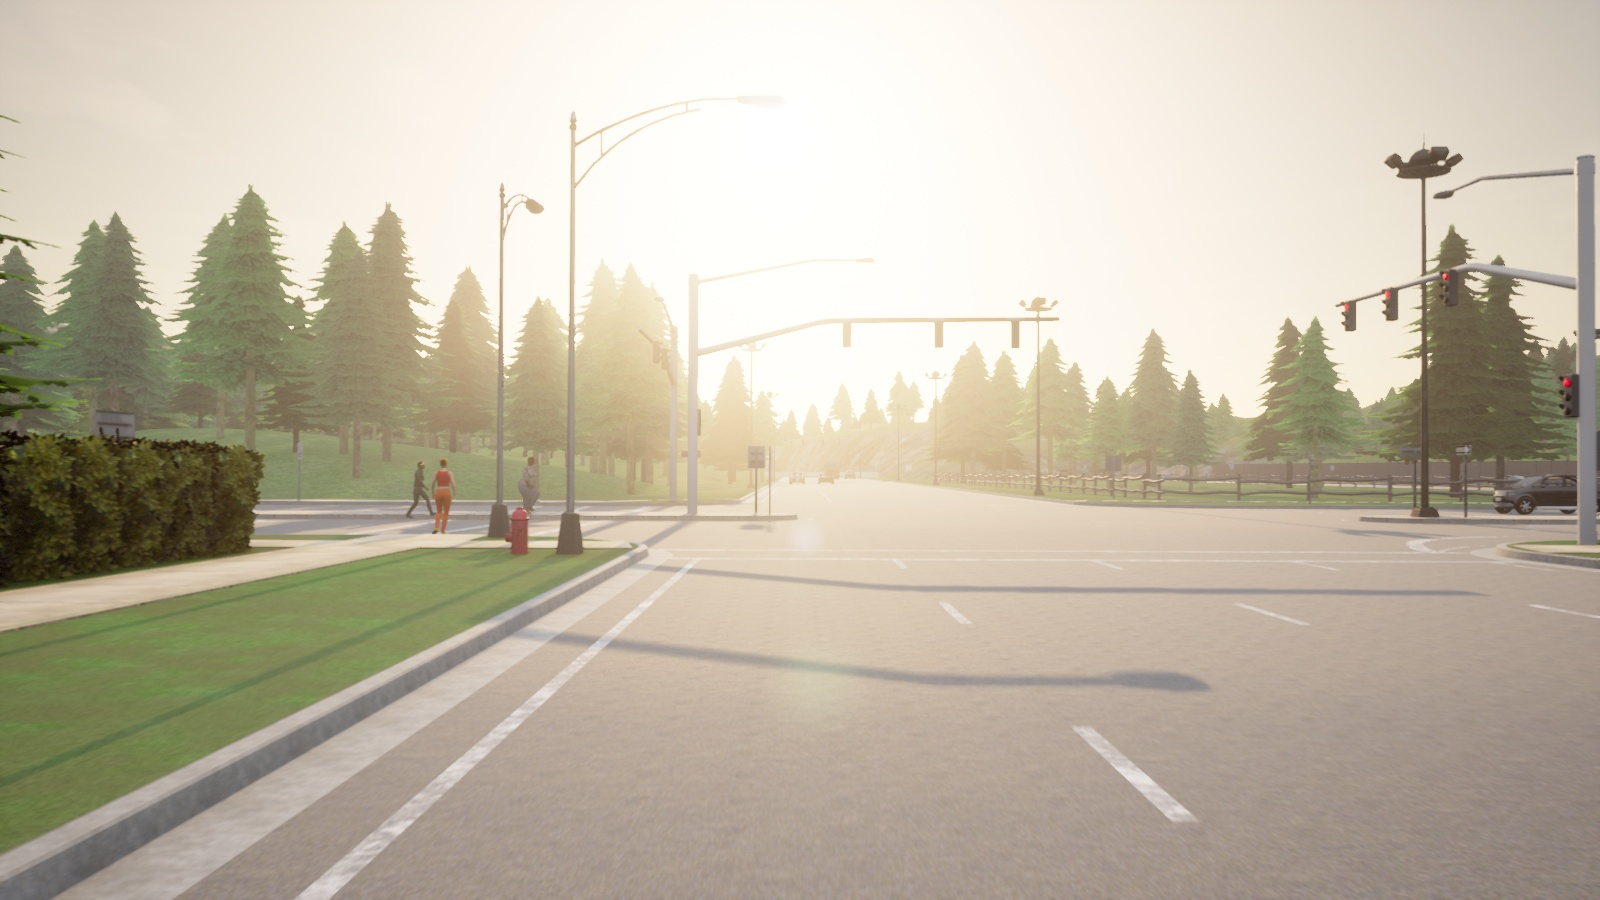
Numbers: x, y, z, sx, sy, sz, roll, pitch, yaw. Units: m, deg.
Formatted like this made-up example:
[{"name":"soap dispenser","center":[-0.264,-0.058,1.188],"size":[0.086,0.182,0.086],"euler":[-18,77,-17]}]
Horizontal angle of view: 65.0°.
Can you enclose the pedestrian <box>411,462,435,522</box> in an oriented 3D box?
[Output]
[{"name":"pedestrian","center":[-11.793,1.309,39.286],"size":[0.614,1.847,0.353],"euler":[0,-1,2]}]

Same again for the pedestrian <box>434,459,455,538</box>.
[{"name":"pedestrian","center":[-8.295,1.127,29.305],"size":[0.345,1.836,0.594],"euler":[0,-1,-1]}]

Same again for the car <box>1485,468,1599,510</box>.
[{"name":"car","center":[28.725,1.487,48.379],"size":[3.705,1.549,1.789],"euler":[0,-1,0]}]

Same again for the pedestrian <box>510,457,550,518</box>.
[{"name":"pedestrian","center":[-8.471,1.170,39.403],"size":[0.900,1.855,0.874],"euler":[-1,-1,24]}]
